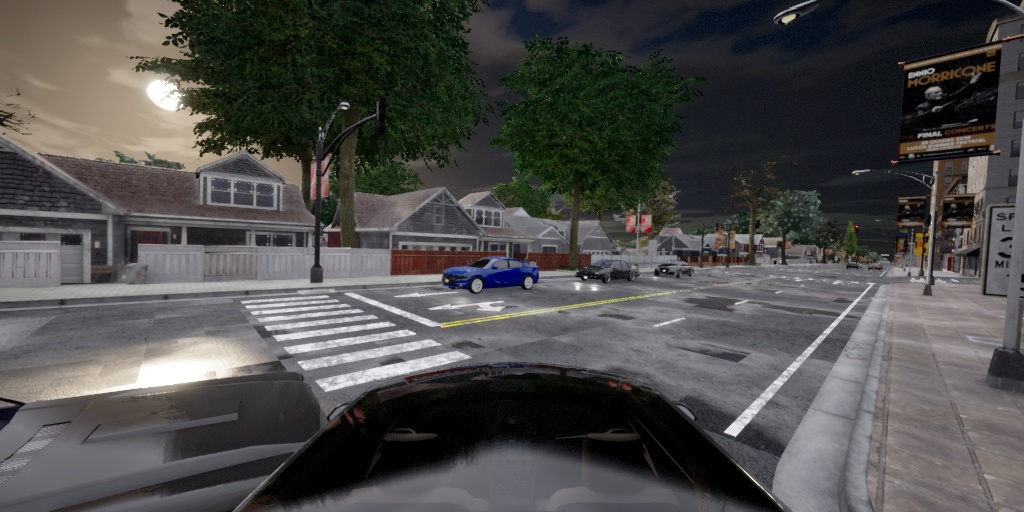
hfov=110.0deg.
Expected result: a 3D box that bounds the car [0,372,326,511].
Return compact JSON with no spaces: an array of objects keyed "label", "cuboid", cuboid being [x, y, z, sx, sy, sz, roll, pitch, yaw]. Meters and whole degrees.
[{"label":"car","cuboid":[-3.317,1.273,1.470,4.718,1.301,1.895,1,2,-33]}]

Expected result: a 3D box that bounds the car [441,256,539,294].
[{"label":"car","cuboid":[-0.880,0.778,16.618,5.008,1.535,1.882,1,2,-43]}]

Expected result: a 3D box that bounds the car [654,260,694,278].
[{"label":"car","cuboid":[13.699,1.026,30.231,4.181,1.385,1.994,1,2,-43]}]

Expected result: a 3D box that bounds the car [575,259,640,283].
[{"label":"car","cuboid":[6.394,0.927,23.424,5.357,1.411,2.033,1,2,-43]}]
